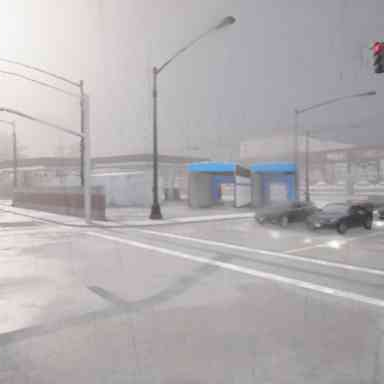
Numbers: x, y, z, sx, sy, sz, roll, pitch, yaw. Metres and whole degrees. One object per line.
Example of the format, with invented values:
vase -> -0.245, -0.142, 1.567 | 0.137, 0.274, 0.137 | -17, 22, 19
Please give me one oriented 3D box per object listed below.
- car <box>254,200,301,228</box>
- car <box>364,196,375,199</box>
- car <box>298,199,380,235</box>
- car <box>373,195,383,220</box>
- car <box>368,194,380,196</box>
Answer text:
car -> 5.810, 1.262, 20.400 | 4.892, 1.490, 1.837 | -1, 1, -39
car -> 12.796, 1.246, 26.439 | 1.895, 1.301, 4.718 | 0, 1, 44
car -> 7.868, 1.303, 17.562 | 4.674, 1.442, 1.812 | -1, 1, -39
car -> 14.726, 1.171, 23.507 | 1.837, 1.490, 4.892 | 0, 1, 45
car -> 18.912, 1.021, 34.333 | 1.837, 1.490, 4.892 | 0, 1, 30
